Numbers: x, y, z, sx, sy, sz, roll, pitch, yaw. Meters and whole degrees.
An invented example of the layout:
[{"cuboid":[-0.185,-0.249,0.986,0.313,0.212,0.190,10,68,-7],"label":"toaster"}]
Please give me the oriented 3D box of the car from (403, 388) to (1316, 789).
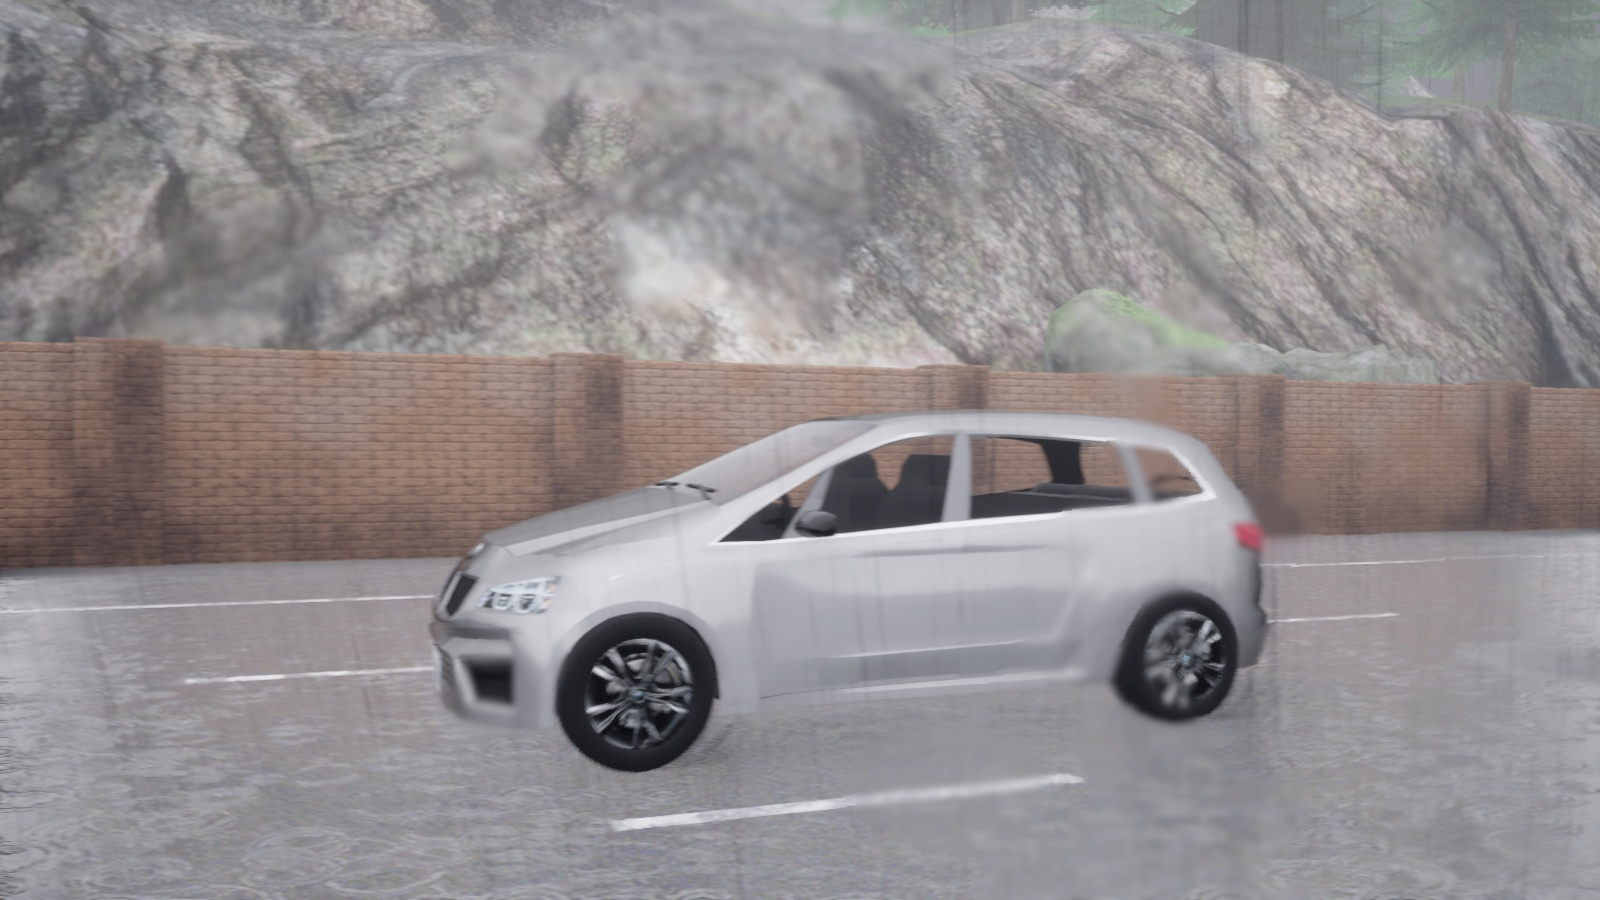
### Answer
[{"cuboid":[0.257,0.524,7.080,4.611,1.667,2.242,-1,1,-21],"label":"car"}]
